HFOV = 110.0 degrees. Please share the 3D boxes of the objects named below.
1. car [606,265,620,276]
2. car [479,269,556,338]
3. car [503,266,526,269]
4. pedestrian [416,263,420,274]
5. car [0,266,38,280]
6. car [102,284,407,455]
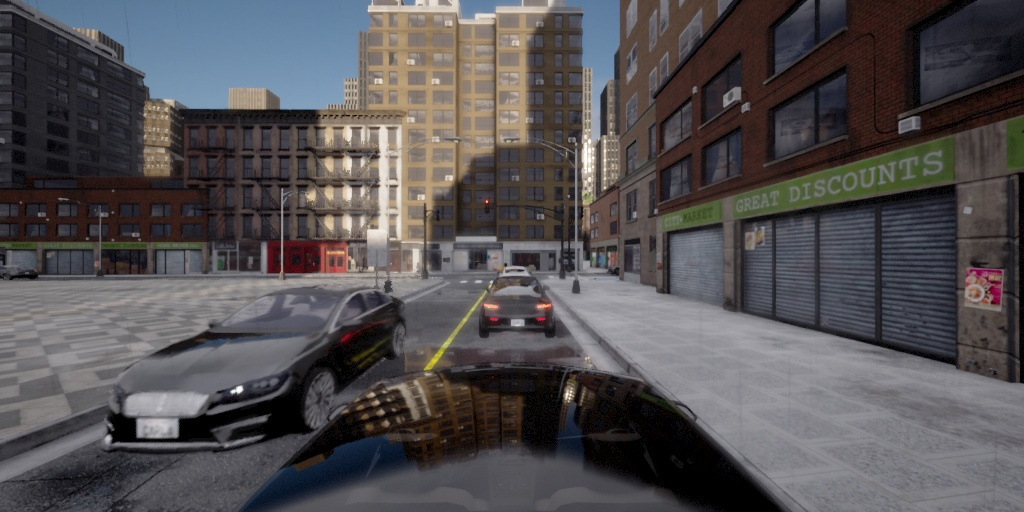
[{"bbox_3d":[11.728,1.149,35.415,4.674,1.442,1.812,-1,0,-2],"label":"car"},{"bbox_3d":[0.121,1.274,10.045,1.812,1.442,4.674,0,0,0],"label":"car"},{"bbox_3d":[0.148,1.268,19.826,1.812,1.442,4.674,0,0,-1],"label":"car"},{"bbox_3d":[-10.044,0.967,38.244,0.375,1.860,0.375,0,0,-1],"label":"pedestrian"},{"bbox_3d":[-49.087,1.632,34.831,4.181,1.385,1.994,0,0,1],"label":"car"},{"bbox_3d":[-3.089,1.241,5.582,2.128,1.511,4.902,0,0,0],"label":"car"}]
